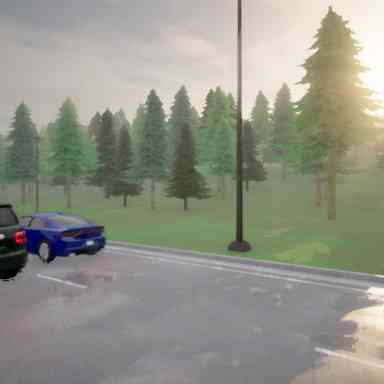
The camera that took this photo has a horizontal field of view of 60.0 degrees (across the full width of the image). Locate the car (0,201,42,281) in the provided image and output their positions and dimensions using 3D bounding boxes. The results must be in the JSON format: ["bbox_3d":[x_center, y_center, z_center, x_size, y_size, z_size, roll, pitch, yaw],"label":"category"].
[{"bbox_3d":[-6.510,1.215,8.625,5.566,2.045,2.150,0,0,35],"label":"car"}]

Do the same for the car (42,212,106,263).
[{"bbox_3d":[-5.261,1.470,12.031,5.008,1.535,1.882,0,0,35],"label":"car"}]
